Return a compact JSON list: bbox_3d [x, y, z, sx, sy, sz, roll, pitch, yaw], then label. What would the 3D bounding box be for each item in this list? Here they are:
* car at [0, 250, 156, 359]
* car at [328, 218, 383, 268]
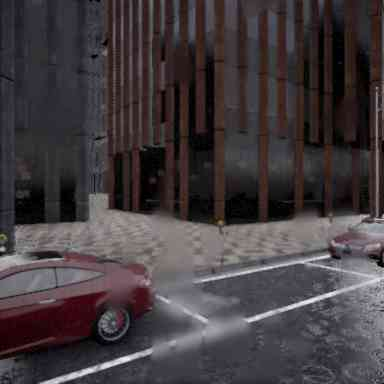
[{"bbox_3d":[-2.542,1.581,4.836,4.206,1.307,1.802,0,0,-35],"label":"car"},{"bbox_3d":[6.345,1.561,11.172,4.206,1.307,1.802,0,0,-35],"label":"car"}]
